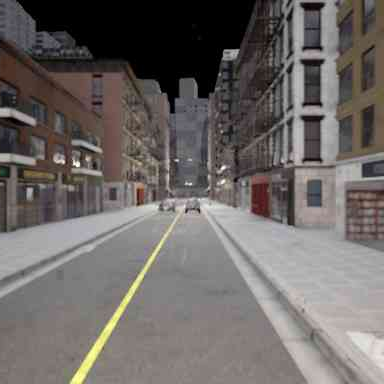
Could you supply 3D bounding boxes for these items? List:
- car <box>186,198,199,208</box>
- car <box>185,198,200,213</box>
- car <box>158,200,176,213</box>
[{"bbox_3d":[0.064,1.711,55.184,2.128,1.511,4.902,0,0,0],"label":"car"},{"bbox_3d":[0.082,1.709,40.379,2.033,1.411,5.357,0,0,0],"label":"car"},{"bbox_3d":[-2.835,1.649,38.573,2.128,1.511,4.902,0,0,0],"label":"car"}]
